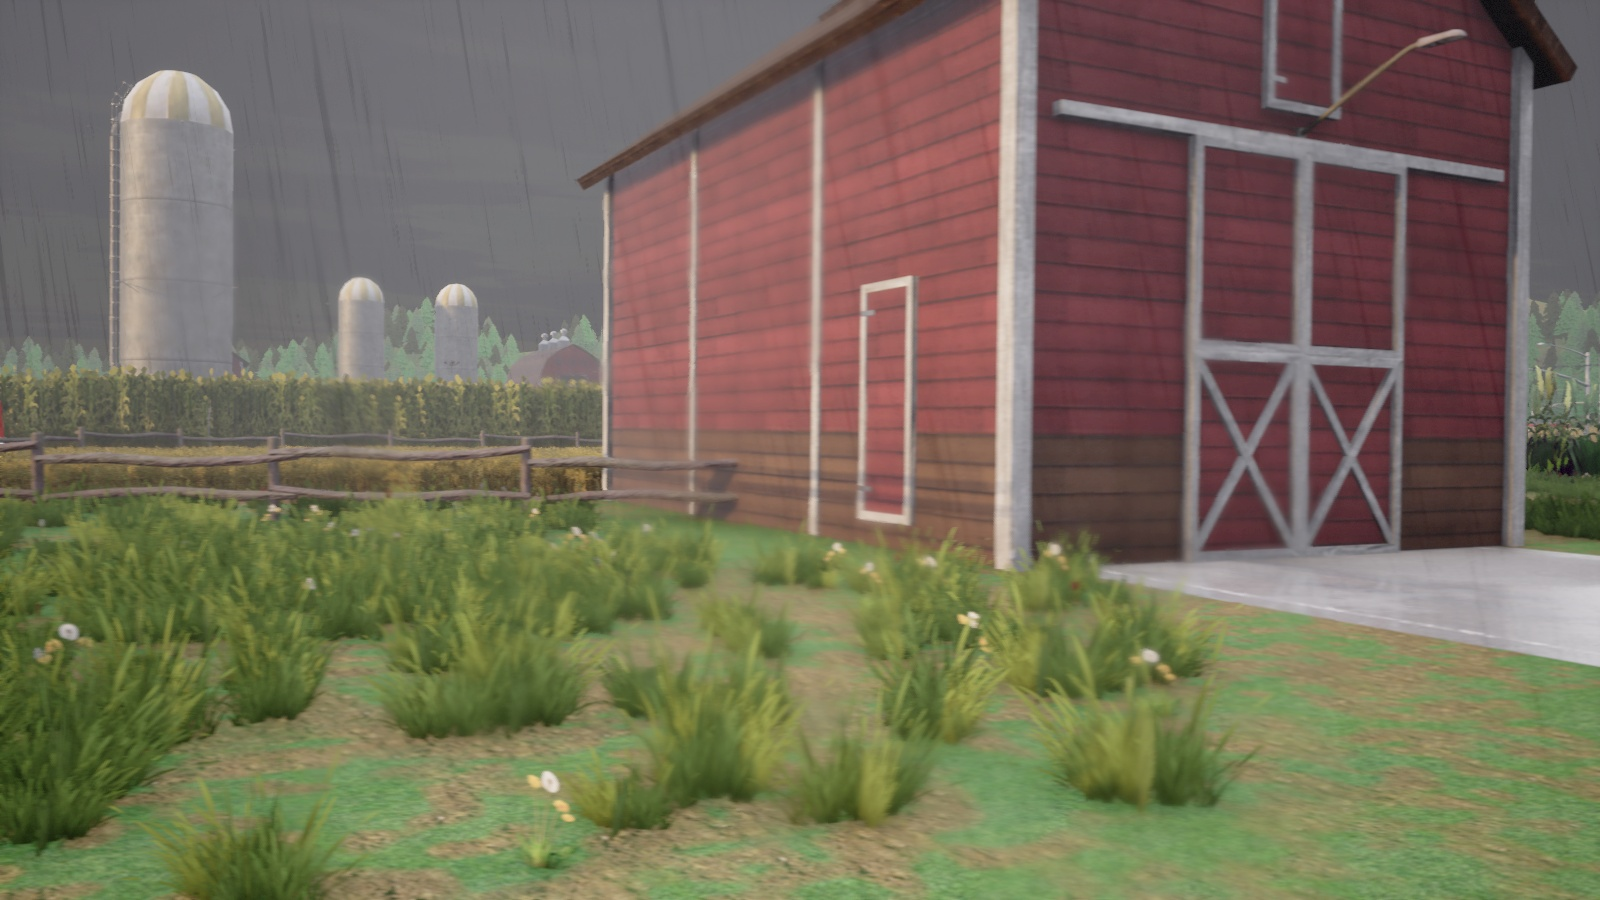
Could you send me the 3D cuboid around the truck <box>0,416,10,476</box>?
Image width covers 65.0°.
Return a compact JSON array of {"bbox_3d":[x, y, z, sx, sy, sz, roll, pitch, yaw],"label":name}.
[{"bbox_3d":[-35.243,-0.167,52.861,2.627,2.467,5.204,0,0,-41],"label":"truck"}]
